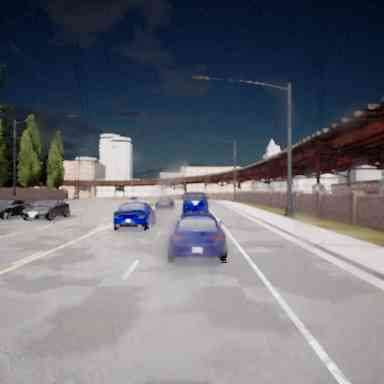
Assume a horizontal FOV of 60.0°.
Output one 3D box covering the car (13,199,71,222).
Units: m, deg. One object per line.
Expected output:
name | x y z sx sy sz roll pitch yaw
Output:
car | -10.433 1.267 24.173 2.128 1.511 4.902 0 0 0

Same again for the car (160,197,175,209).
car | -3.129 1.240 39.251 1.994 1.385 4.181 0 0 0

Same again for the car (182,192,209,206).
car | 0.296 0.992 28.660 2.150 2.045 5.566 0 0 0

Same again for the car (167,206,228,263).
car | 0.173 1.433 11.527 1.812 1.442 4.674 0 0 0

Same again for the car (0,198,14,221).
car | -13.927 1.264 24.896 1.837 1.490 4.892 0 1 0

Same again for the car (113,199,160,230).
car | -3.268 1.310 19.614 1.882 1.535 5.008 0 0 0
